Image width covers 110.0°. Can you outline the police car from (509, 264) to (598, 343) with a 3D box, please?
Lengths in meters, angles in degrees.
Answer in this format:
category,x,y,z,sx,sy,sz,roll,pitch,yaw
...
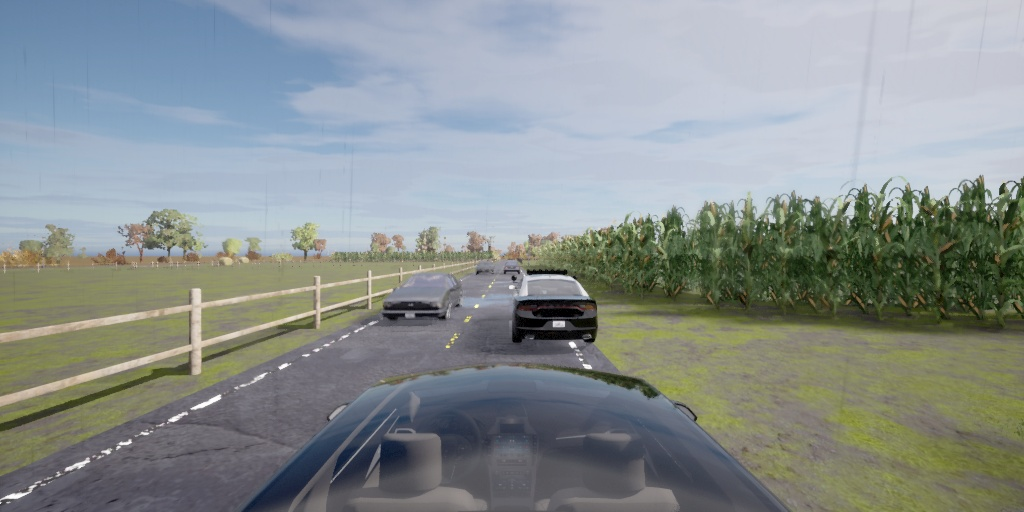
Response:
category,x,y,z,sx,sy,sz,roll,pitch,yaw
police car,0.942,1.175,9.840,1.930,1.638,5.238,0,0,0

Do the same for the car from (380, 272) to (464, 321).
category,x,y,z,sx,sy,sz,roll,pitch,yaw
car,-2.880,1.297,12.772,2.033,1.411,5.357,0,0,0

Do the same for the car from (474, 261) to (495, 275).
category,x,y,z,sx,sy,sz,roll,pitch,yaw
car,-2.848,1.255,38.266,1.837,1.490,4.892,0,0,0

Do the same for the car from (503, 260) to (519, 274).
category,x,y,z,sx,sy,sz,roll,pitch,yaw
car,-0.017,1.298,40.681,2.033,1.411,5.357,0,0,0
